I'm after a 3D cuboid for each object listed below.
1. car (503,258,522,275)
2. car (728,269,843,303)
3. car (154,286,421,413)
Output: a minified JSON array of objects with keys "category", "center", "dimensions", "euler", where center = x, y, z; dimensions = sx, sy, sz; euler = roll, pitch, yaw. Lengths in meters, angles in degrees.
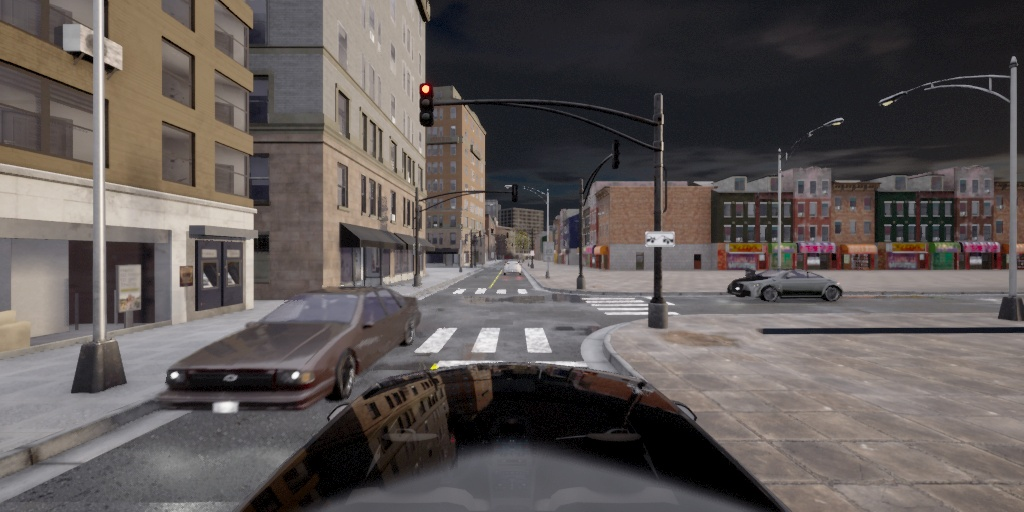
[{"category":"car","center":[0.066,1.284,38.335],"dimensions":[1.812,1.442,4.674],"euler":[0,0,0]},{"category":"car","center":[12.041,1.261,15.968],"dimensions":[4.181,1.385,1.994],"euler":[0,0,0]},{"category":"car","center":[-3.168,1.297,6.650],"dimensions":[2.033,1.411,5.357],"euler":[0,0,1]}]
